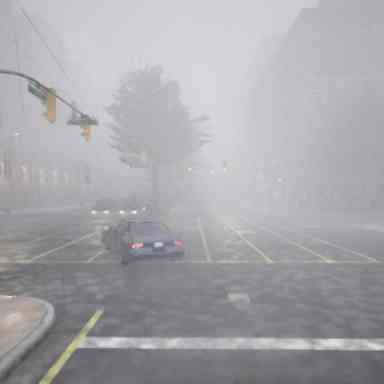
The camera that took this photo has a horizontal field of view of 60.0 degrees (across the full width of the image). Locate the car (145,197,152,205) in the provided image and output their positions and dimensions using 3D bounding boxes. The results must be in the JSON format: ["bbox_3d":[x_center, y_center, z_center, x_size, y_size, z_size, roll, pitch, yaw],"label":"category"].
[{"bbox_3d":[-7.955,1.516,53.125,2.097,1.767,4.553,0,0,0],"label":"car"}]

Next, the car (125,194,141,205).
[{"bbox_3d":[-11.411,1.422,65.034,2.150,2.045,5.566,0,0,0],"label":"car"}]

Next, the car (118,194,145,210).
[{"bbox_3d":[-8.020,1.489,44.351,2.097,1.767,4.553,0,0,0],"label":"car"}]

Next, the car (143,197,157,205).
[{"bbox_3d":[-7.914,1.686,62.901,2.128,1.511,4.902,0,0,0],"label":"car"}]

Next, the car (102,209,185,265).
[{"bbox_3d":[-1.969,1.585,11.978,2.033,1.411,5.357,0,0,-23],"label":"car"}]

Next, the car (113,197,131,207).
[{"bbox_3d":[-11.432,1.672,54.345,1.837,1.490,4.892,0,0,0],"label":"car"}]

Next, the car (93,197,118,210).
[{"bbox_3d":[-11.517,1.488,44.168,2.097,1.767,4.553,0,0,0],"label":"car"}]

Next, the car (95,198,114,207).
[{"bbox_3d":[-14.673,1.768,56.079,1.895,1.301,4.718,0,0,0],"label":"car"}]
